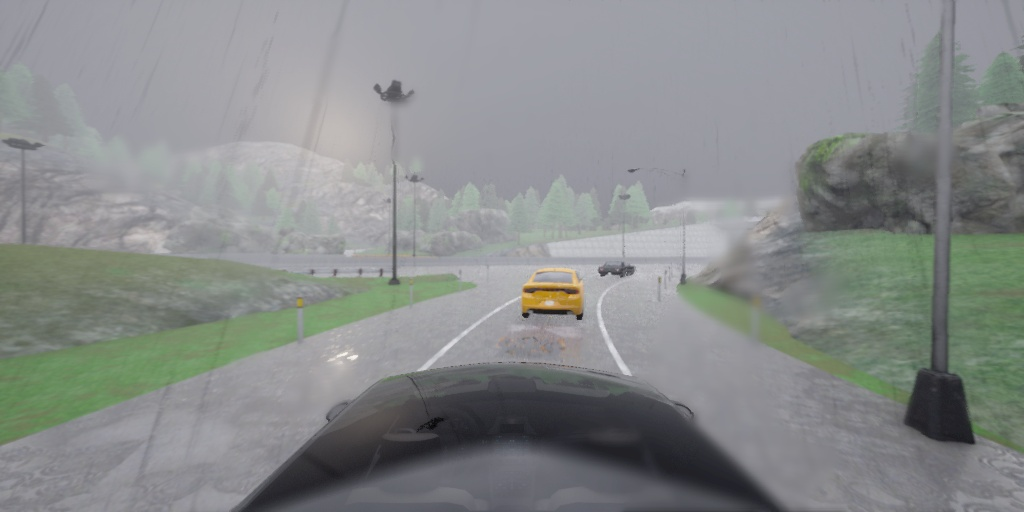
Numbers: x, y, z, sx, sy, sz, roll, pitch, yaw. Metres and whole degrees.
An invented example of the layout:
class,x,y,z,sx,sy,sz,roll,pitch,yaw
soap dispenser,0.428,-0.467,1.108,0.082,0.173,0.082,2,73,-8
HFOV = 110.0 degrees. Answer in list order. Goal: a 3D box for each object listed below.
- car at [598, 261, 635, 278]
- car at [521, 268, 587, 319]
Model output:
class,x,y,z,sx,sy,sz,roll,pitch,yaw
car,8.816,1.087,29.858,1.895,1.301,4.718,1,1,32
car,1.576,1.156,12.636,1.882,1.535,5.008,0,1,12
